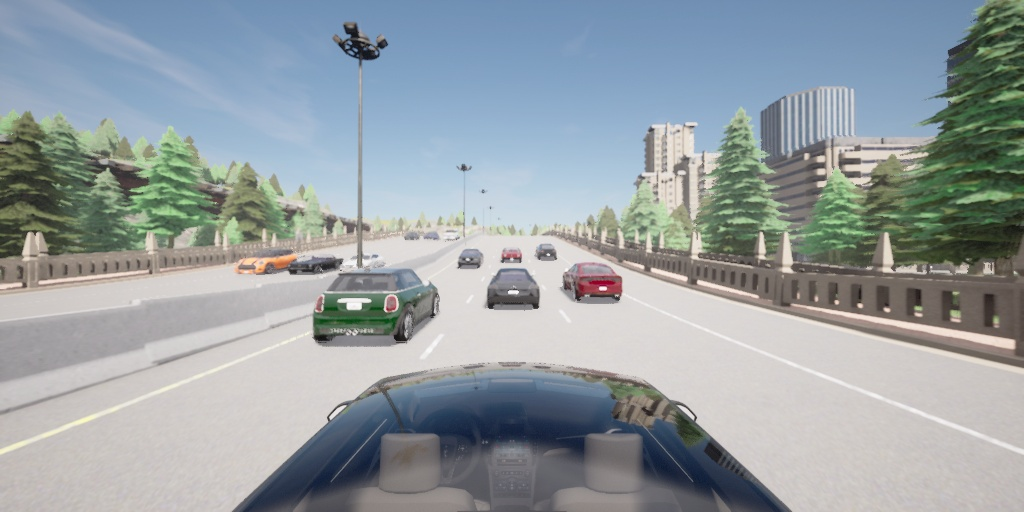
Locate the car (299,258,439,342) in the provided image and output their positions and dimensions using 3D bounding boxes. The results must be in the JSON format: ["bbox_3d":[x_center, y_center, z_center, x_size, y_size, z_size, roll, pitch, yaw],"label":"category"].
[{"bbox_3d":[-3.446,1.084,9.958,2.097,1.767,4.553,0,1,0],"label":"car"}]

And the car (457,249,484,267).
[{"bbox_3d":[-3.510,0.074,30.880,2.033,1.411,5.357,0,6,0],"label":"car"}]

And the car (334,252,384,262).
[{"bbox_3d":[-10.688,0.483,26.027,1.812,1.442,4.674,0,5,0],"label":"car"}]

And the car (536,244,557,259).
[{"bbox_3d":[3.470,-0.534,36.530,1.812,1.442,4.674,0,6,0],"label":"car"}]

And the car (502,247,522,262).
[{"bbox_3d":[-0.023,-0.257,34.628,1.895,1.301,4.718,0,6,0],"label":"car"}]

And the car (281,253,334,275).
[{"bbox_3d":[-14.188,0.552,26.097,1.895,1.301,4.718,0,5,0],"label":"car"}]

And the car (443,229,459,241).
[{"bbox_3d":[-10.767,-3.720,63.625,2.150,2.045,5.566,0,6,0],"label":"car"}]

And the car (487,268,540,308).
[{"bbox_3d":[0.047,1.175,14.665,1.994,1.385,4.181,0,2,0],"label":"car"}]

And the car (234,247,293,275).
[{"bbox_3d":[-17.688,0.305,26.051,2.097,1.767,4.553,0,5,0],"label":"car"}]

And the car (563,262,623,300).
[{"bbox_3d":[3.543,1.019,16.435,1.882,1.535,5.008,0,2,0],"label":"car"}]
